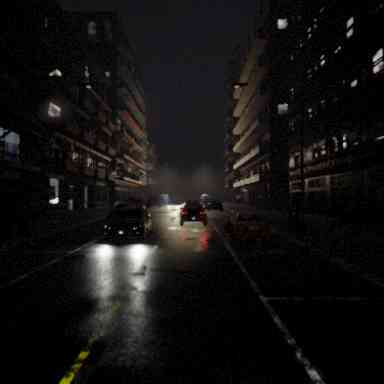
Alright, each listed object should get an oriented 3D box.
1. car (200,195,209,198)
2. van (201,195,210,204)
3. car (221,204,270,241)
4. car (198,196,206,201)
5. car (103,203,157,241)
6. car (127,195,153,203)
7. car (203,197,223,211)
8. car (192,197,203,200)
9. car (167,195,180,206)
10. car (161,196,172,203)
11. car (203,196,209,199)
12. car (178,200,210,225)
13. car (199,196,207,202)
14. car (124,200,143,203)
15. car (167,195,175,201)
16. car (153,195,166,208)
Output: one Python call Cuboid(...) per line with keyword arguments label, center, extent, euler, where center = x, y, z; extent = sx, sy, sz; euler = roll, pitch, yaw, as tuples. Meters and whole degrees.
Cuboid(label="car", center=(2.708, 1.522, 56.463), extent=(1.967, 1.590, 4.097), euler=(1, 0, 0))
Cuboid(label="van", center=(2.710, 1.442, 67.833), extent=(1.690, 1.788, 3.998), euler=(1, 0, 0))
Cuboid(label="car", center=(2.706, 1.548, 16.841), extent=(1.752, 1.417, 4.829), euler=(1, 0, 0))
Cuboid(label="car", center=(2.707, 1.708, 90.571), extent=(1.947, 1.339, 4.313), euler=(1, 0, 0))
Cuboid(label="car", center=(-3.098, 1.527, 16.910), extent=(1.837, 1.490, 4.892), euler=(0, 0, 0))
Cuboid(label="car", center=(-5.670, 1.362, 33.665), extent=(2.192, 1.841, 5.009), euler=(1, 0, 0))
Cuboid(label="car", center=(2.705, 1.621, 39.409), extent=(1.947, 1.339, 4.313), euler=(1, 0, 0))
Cuboid(label="car", center=(0.102, 1.665, 45.327), extent=(1.895, 1.301, 4.718), euler=(0, 0, 0))
Cuboid(label="car", center=(-3.054, 1.683, 57.157), extent=(1.895, 1.301, 4.718), euler=(0, 0, 1))
Cuboid(label="car", center=(-5.664, 1.661, 73.457), extent=(2.008, 1.369, 4.403), euler=(1, 0, 0))
Cuboid(label="car", center=(2.706, 1.590, 45.264), extent=(1.752, 1.417, 4.829), euler=(1, 0, 0))
Cuboid(label="car", center=(0.101, 1.558, 24.272), extent=(1.812, 1.442, 4.674), euler=(0, 0, 0))
Cuboid(label="car", center=(2.706, 1.713, 84.886), extent=(1.802, 1.307, 4.206), euler=(1, 0, 0))
Cuboid(label="car", center=(-5.675, 1.604, 27.981), extent=(1.947, 1.339, 4.313), euler=(1, 0, 0))
Cuboid(label="car", center=(-5.638, 1.582, 90.511), extent=(1.967, 1.590, 4.097), euler=(1, 0, 0))
Cuboid(label="car", center=(-5.669, 1.388, 50.719), extent=(2.192, 1.841, 5.009), euler=(1, 0, 0))
